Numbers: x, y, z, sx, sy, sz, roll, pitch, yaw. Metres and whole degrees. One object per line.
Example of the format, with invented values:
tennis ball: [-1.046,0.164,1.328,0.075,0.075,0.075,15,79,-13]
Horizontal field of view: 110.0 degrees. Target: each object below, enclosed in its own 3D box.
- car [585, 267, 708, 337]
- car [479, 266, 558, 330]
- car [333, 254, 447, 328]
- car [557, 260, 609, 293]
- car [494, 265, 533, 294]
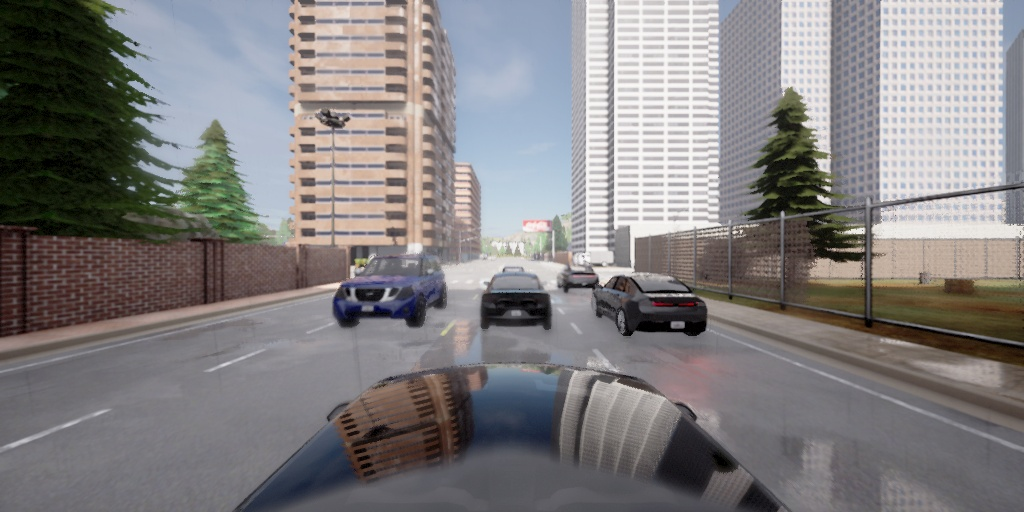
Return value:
car: [3.607,1.236,10.224,1.837,1.490,4.892,0,0,0]
car: [0.104,1.206,11.028,1.882,1.535,5.008,0,0,0]
car: [-3.572,0.949,11.674,2.150,2.045,5.566,0,0,0]
car: [3.628,1.199,20.210,2.128,1.511,4.902,0,0,1]
car: [0.093,1.270,20.710,1.994,1.385,4.181,0,0,0]
